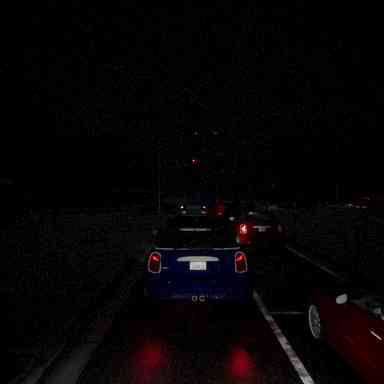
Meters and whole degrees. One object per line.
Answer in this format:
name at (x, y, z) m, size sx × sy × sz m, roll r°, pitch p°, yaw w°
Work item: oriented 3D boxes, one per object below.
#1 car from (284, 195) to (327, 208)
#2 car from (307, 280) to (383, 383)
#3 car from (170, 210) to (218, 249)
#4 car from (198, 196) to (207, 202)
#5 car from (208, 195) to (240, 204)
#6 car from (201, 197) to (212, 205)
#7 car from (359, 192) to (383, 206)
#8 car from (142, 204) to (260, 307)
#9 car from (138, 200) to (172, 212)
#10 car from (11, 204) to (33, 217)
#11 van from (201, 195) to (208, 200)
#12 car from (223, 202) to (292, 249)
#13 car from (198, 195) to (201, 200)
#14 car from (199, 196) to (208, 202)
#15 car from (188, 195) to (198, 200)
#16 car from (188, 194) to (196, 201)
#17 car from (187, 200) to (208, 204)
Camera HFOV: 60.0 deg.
car at (13.575, 1.132, 39.883) m, size 4.892 × 1.490 × 1.837 m, roll -1°, pitch 1°, yaw 0°
car at (2.629, 1.581, 3.576) m, size 1.802 × 1.307 × 4.206 m, roll -1°, pitch 0°, yaw 0°
car at (0.096, 1.602, 15.465) m, size 1.895 × 1.301 × 4.718 m, roll 0°, pitch 0°, yaw 0°
car at (2.637, 1.663, 83.985) m, size 1.887 × 1.381 × 4.507 m, roll -1°, pitch 0°, yaw 0°
car at (2.628, 1.323, 25.186) m, size 2.192 × 1.841 × 5.009 m, roll -1°, pitch 0°, yaw 0°
car at (2.635, 1.644, 62.359) m, size 1.802 × 1.307 × 4.206 m, roll -1°, pitch 0°, yaw 0°
car at (22.527, 0.763, 39.884) m, size 4.553 × 1.767 × 2.097 m, roll -1°, pitch 1°, yaw 0°
car at (0.070, 1.352, 8.130) m, size 2.097 × 1.767 × 4.553 m, roll 0°, pitch 0°, yaw -1°
car at (-3.846, 1.618, 38.062) m, size 4.674 × 1.442 × 1.812 m, roll -1°, pitch 1°, yaw -19°
car at (-20.301, 2.056, 36.914) m, size 4.902 × 1.511 × 2.128 m, roll -2°, pitch 1°, yaw 0°
van at (2.631, 1.382, 51.547) m, size 1.690 × 1.788 × 3.998 m, roll -1°, pitch 0°, yaw 0°
car at (2.629, 1.441, 14.381) m, size 1.967 × 1.590 × 4.097 m, roll -1°, pitch 0°, yaw 0°
car at (2.631, 1.366, 56.953) m, size 2.192 × 1.841 × 5.009 m, roll -1°, pitch 0°, yaw 0°
car at (2.636, 1.654, 78.579) m, size 2.008 × 1.369 × 4.403 m, roll -1°, pitch 0°, yaw 0°
car at (0.132, 1.658, 59.995) m, size 1.895 × 1.301 × 4.718 m, roll 0°, pitch 0°, yaw 0°
car at (0.011, 1.499, 91.920) m, size 2.097 × 1.767 × 4.553 m, roll 0°, pitch 0°, yaw 0°
car at (0.105, 1.572, 25.477) m, size 1.994 × 1.385 × 4.181 m, roll 0°, pitch 0°, yaw -1°
